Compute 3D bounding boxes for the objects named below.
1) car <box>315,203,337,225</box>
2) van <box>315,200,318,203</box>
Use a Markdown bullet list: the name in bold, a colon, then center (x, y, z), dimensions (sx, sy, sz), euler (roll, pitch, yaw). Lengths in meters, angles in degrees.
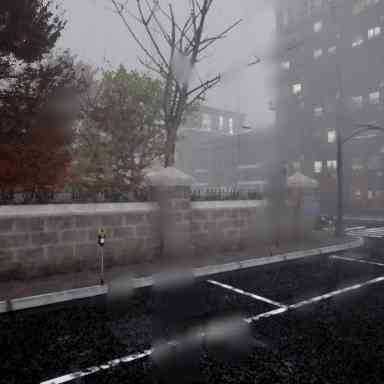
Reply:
- **car**: center (8.281, 1.801, 25.766), dimensions (2.033, 1.411, 5.357), euler (0, -1, -36)
- **van**: center (10.417, 1.646, 32.623), dimensions (1.690, 1.788, 3.998), euler (-1, 0, -36)
